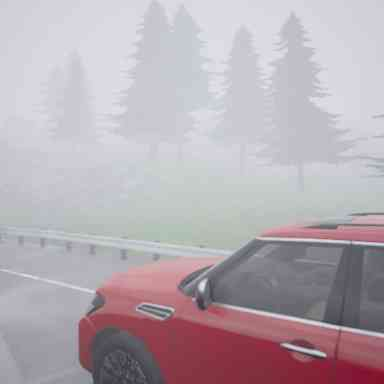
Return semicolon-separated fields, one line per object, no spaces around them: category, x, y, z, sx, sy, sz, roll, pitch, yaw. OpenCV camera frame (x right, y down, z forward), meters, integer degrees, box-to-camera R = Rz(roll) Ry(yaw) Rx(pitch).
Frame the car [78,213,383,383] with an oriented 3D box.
car;1.398;1.215;2.917;5.566;2.045;2.150;0;0;35
